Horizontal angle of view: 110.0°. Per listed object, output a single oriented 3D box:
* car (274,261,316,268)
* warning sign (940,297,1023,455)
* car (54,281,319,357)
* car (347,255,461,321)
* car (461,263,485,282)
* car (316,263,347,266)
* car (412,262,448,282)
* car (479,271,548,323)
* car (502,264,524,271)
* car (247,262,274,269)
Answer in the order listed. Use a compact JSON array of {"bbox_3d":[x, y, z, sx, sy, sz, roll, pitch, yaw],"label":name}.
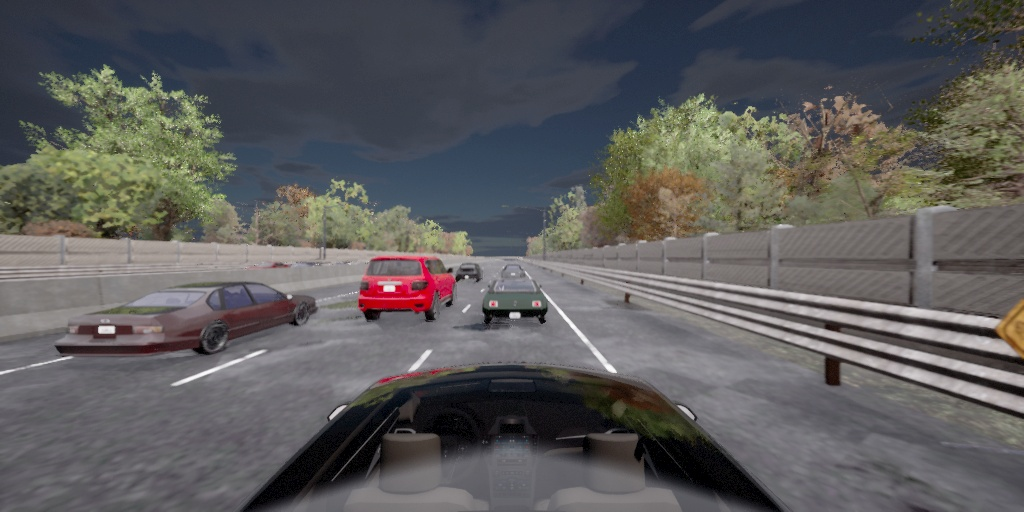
[{"bbox_3d":[-21.091,1.380,36.293,2.033,1.411,5.357,0,0,0],"label":"car"},{"bbox_3d":[4.550,0.868,2.915,1.300,1.860,1.060,0,0,0],"label":"warning sign"},{"bbox_3d":[-6.917,1.312,8.634,2.033,1.411,5.357,0,0,0],"label":"car"},{"bbox_3d":[-3.407,0.996,12.666,2.150,2.045,5.566,0,0,0],"label":"car"},{"bbox_3d":[-3.404,1.321,29.480,1.837,1.490,4.892,0,0,0],"label":"car"},{"bbox_3d":[-17.589,1.398,36.609,1.994,1.385,4.181,0,0,0],"label":"car"},{"bbox_3d":[-6.902,1.295,30.723,1.882,1.535,5.008,0,0,0],"label":"car"},{"bbox_3d":[0.093,1.373,12.233,1.895,1.301,4.718,0,0,0],"label":"car"},{"bbox_3d":[0.096,1.380,29.841,1.994,1.385,4.181,0,0,0],"label":"car"},{"bbox_3d":[-24.589,1.311,36.452,1.882,1.535,5.008,0,0,0],"label":"car"}]
